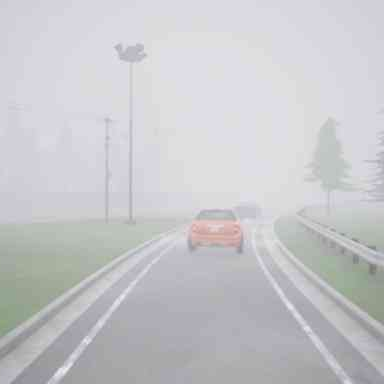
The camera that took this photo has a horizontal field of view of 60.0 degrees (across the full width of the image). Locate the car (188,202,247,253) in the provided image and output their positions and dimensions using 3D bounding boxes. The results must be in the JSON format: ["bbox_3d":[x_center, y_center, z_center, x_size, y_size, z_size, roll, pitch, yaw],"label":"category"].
[{"bbox_3d":[1.168,1.421,14.372,2.097,1.767,4.553,0,0,8],"label":"car"}]

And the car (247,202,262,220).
[{"bbox_3d":[5.129,1.630,30.246,1.882,1.535,5.008,0,0,20],"label":"car"}]
